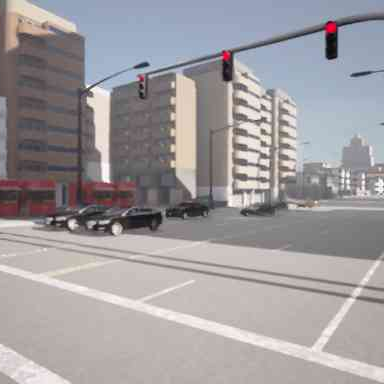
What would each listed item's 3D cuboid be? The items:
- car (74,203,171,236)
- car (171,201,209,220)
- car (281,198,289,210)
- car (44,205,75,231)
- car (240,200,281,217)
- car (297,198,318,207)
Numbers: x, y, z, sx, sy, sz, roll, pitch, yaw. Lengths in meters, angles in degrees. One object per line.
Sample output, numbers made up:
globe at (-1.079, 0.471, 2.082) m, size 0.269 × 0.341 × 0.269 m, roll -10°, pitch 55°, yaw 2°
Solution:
car at (-3.661, 1.482, 18.487) m, size 2.128 × 1.511 × 4.902 m, roll 0°, pitch 0°, yaw 35°
car at (-0.355, 1.551, 29.292) m, size 1.882 × 1.535 × 5.008 m, roll 0°, pitch 0°, yaw 35°
car at (11.791, 1.869, 46.473) m, size 2.033 × 1.411 × 5.357 m, roll 0°, pitch -1°, yaw 36°
car at (-6.570, 1.463, 20.436) m, size 2.128 × 1.511 × 4.902 m, roll 0°, pitch 0°, yaw 35°
car at (6.699, 1.722, 33.249) m, size 2.033 × 1.411 × 5.357 m, roll 0°, pitch 0°, yaw 35°
car at (16.117, 1.563, 46.500) m, size 1.882 × 1.535 × 5.008 m, roll 0°, pitch 0°, yaw 35°
